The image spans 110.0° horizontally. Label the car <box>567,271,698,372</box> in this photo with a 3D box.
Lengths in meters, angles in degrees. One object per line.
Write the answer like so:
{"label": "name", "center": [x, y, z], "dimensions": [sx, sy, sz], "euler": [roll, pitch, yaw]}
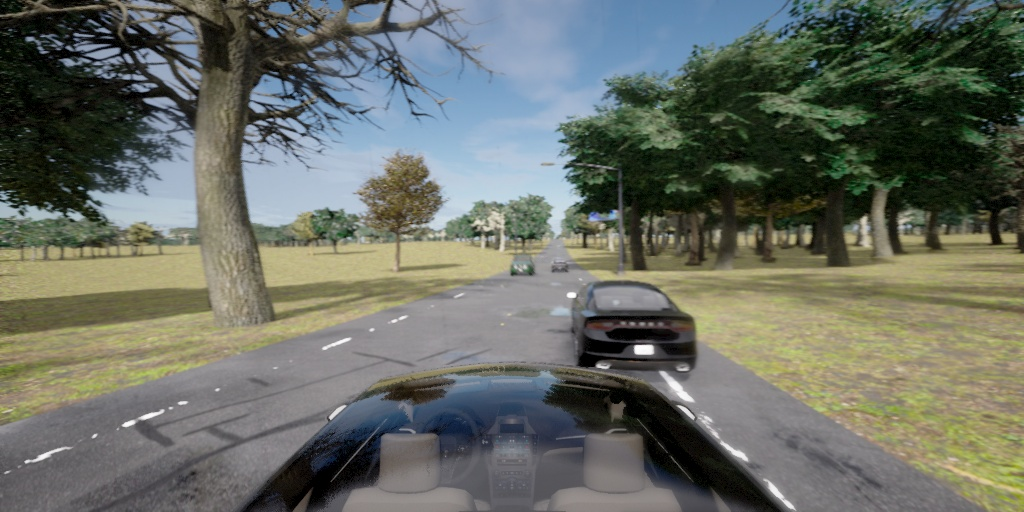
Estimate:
{"label": "car", "center": [2.270, 1.244, 7.751], "dimensions": [1.882, 1.535, 5.008], "euler": [-1, 0, 7]}

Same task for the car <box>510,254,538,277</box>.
{"label": "car", "center": [1.132, 0.940, 36.172], "dimensions": [2.150, 2.045, 5.566], "euler": [-1, 0, 7]}

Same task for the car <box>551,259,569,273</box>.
{"label": "car", "center": [5.610, 1.100, 41.926], "dimensions": [2.128, 1.511, 4.902], "euler": [-1, 1, 8]}
